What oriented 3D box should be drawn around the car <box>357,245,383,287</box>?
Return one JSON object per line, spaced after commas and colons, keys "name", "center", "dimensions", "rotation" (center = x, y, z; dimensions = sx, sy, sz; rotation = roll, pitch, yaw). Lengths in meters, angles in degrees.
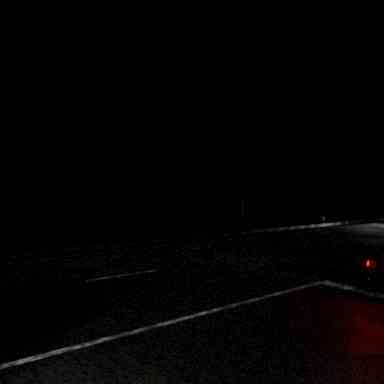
{"name": "car", "center": [6.111, 1.616, 8.102], "dimensions": [4.718, 1.301, 1.895], "rotation": [0, 0, -35]}
